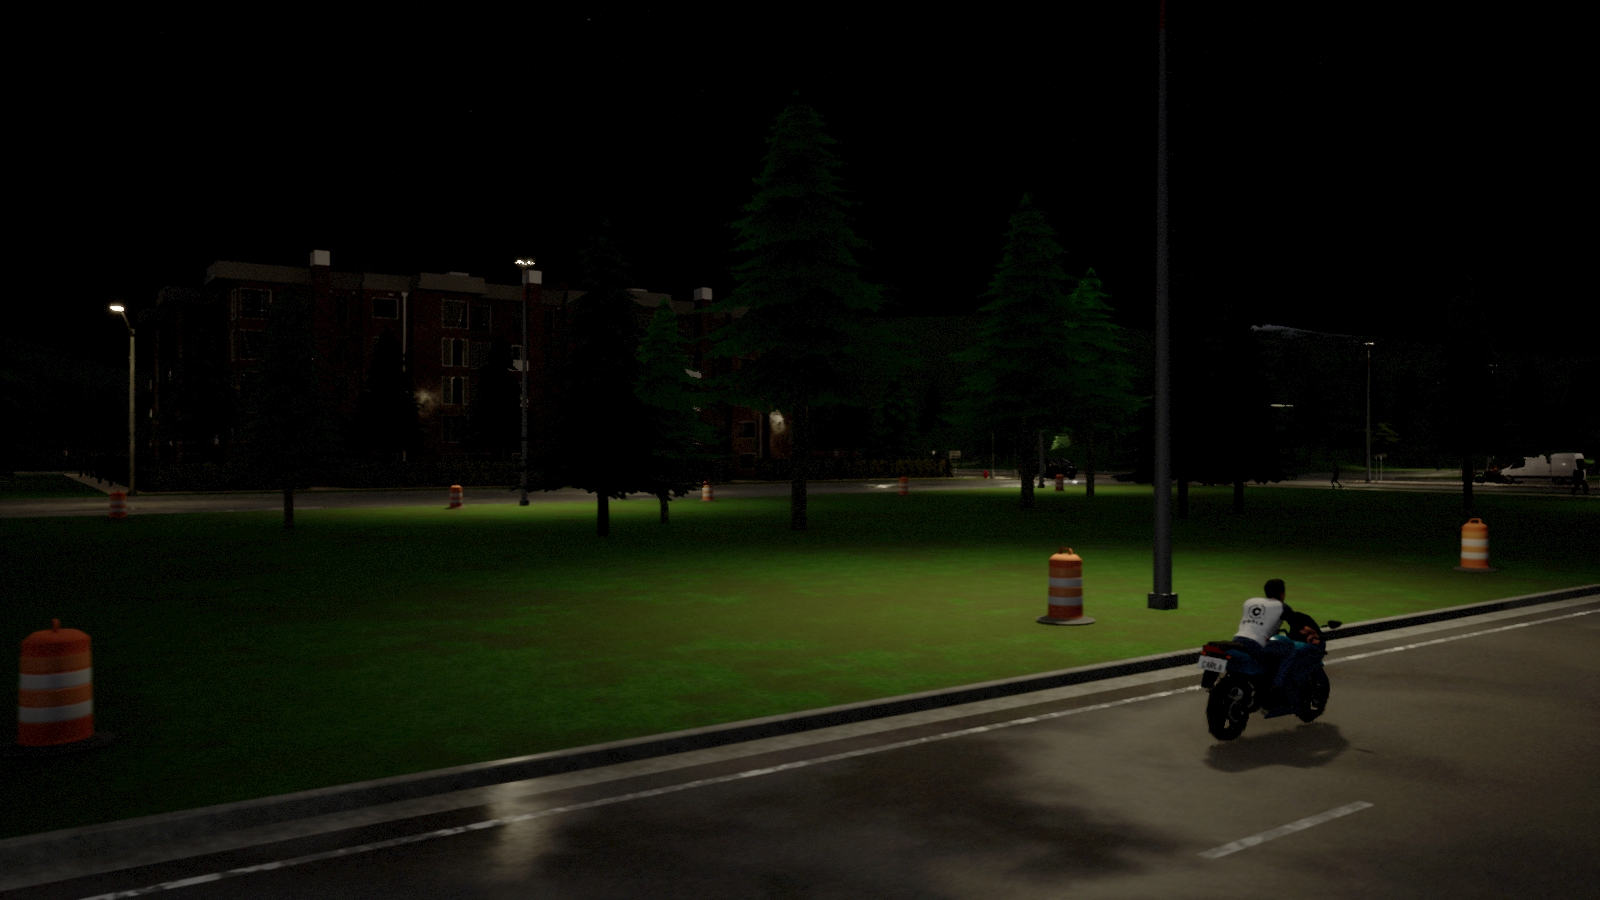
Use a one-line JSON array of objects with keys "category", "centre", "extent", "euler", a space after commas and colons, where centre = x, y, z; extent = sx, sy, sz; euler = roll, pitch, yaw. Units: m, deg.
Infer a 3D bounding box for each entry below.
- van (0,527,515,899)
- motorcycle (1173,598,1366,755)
[{"category": "van", "centre": [-3.541, 1.534, 1.310], "extent": [5.915, 2.561, 1.988], "euler": [0, 0, -35]}, {"category": "motorcycle", "centre": [4.674, 2.185, 11.329], "extent": [2.033, 1.199, 0.803], "euler": [0, 0, -35]}]
